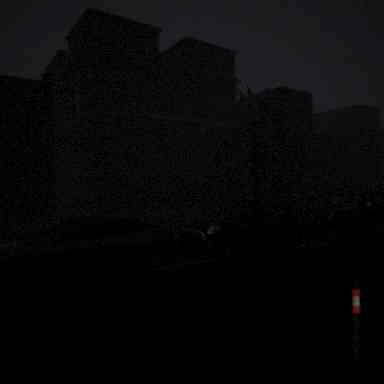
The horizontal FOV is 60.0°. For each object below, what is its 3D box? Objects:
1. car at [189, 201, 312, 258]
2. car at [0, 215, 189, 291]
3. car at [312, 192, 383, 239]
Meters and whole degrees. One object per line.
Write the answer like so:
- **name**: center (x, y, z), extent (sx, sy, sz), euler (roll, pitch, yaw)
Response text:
- **car**: center (1.802, 1.175, 11.875), extent (4.553, 1.767, 2.185), euler (0, 0, -33)
- **car**: center (-2.751, 1.362, 8.608), extent (4.792, 1.488, 2.163), euler (0, 1, -33)
- **car**: center (8.026, 1.029, 16.329), extent (5.566, 2.045, 2.435), euler (0, 0, -33)
